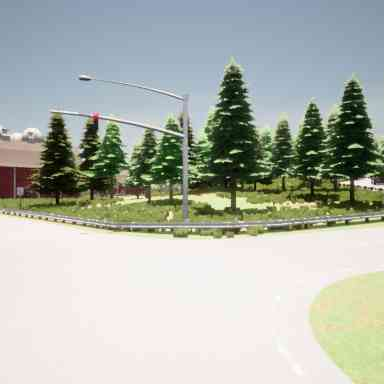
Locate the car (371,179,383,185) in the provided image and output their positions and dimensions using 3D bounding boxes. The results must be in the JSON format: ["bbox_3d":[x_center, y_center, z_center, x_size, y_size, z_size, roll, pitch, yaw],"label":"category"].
[{"bbox_3d":[29.010,-1.912,51.528,1.837,1.490,4.892,0,5,21],"label":"car"}]
